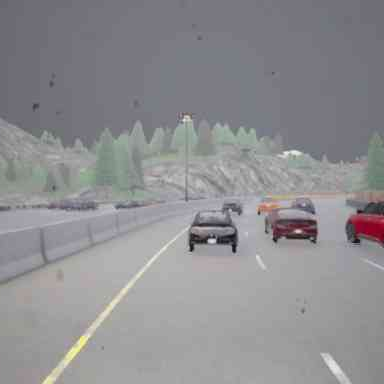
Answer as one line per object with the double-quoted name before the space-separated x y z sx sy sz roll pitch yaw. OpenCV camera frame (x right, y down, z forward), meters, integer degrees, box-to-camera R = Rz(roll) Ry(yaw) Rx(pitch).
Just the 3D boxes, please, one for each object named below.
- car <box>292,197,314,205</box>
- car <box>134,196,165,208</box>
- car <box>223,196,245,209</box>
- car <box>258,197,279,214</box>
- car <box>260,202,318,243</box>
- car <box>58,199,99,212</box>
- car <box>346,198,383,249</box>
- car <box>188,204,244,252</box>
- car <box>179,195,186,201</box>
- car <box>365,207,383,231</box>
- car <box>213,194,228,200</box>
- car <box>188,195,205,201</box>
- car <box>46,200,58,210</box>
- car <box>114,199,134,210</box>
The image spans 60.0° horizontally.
"car" 11.827 1.369 35.613 2.097 1.767 4.553 0 0 14
"car" -4.985 1.329 41.171 2.097 1.767 4.553 0 0 15
"car" 4.221 1.505 33.972 1.837 1.490 4.892 0 0 13
"car" 7.973 1.361 34.639 2.097 1.767 4.553 0 0 13
"car" 4.678 1.484 16.287 1.882 1.535 5.008 0 0 6
"car" -12.845 1.508 38.821 2.033 1.411 5.357 0 0 13
"car" 7.782 1.236 12.556 2.150 2.045 5.566 0 0 5
"car" 0.932 1.490 13.988 2.128 1.511 4.902 0 0 6
"car" -1.375 1.407 79.611 1.837 1.490 4.892 0 0 26
"car" 12.157 1.623 19.673 1.895 1.301 4.718 0 0 8
"car" 6.869 1.161 80.229 1.994 1.385 4.181 0 0 29
"car" 1.352 1.396 77.253 1.837 1.490 4.892 0 0 26
"car" -15.900 1.517 40.852 1.994 1.385 4.181 0 0 14
"car" -8.235 1.534 42.597 1.994 1.385 4.181 0 0 15
